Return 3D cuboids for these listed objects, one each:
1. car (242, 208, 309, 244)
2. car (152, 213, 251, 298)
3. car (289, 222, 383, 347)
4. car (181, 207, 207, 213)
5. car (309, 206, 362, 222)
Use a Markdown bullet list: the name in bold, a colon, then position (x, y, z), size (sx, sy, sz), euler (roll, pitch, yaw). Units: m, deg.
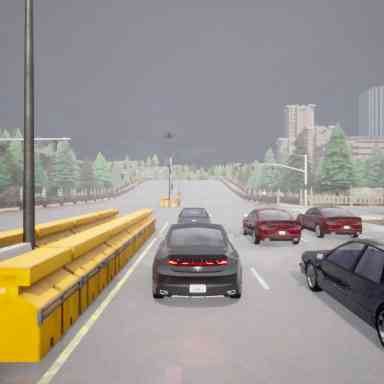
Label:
- **car**: position (3.598, 1.478, 15.729), size (1.882, 1.535, 5.008), euler (0, 0, 0)
- **car**: position (0.101, 1.505, 8.461), size (1.837, 1.490, 4.892), euler (0, 0, 0)
- **car**: position (3.594, 1.547, 5.904), size (2.033, 1.411, 5.357), euler (0, 0, 0)
- **car**: position (0.097, 1.547, 18.192), size (2.033, 1.411, 5.357), euler (0, 0, 0)
- **car**: position (7.097, 1.478, 17.716), size (1.882, 1.535, 5.008), euler (0, 0, 0)
